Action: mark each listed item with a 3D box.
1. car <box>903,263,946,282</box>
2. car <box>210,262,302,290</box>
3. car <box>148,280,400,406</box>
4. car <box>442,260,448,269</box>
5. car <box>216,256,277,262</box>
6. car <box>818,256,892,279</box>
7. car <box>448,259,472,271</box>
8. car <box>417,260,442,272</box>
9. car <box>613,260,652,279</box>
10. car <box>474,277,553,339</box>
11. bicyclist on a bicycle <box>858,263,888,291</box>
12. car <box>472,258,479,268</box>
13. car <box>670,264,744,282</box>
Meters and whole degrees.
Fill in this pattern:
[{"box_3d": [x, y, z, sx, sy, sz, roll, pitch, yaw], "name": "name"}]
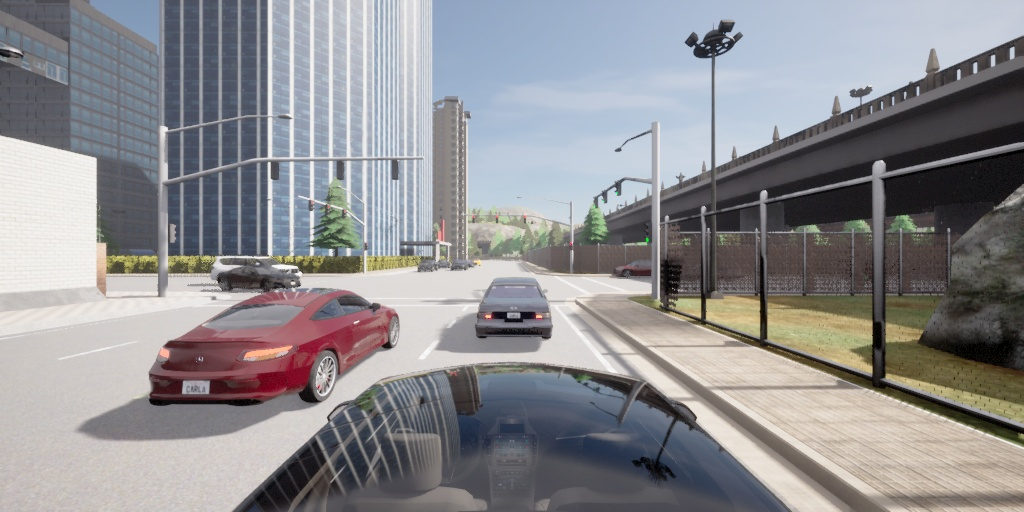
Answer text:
[{"box_3d": [34.711, 1.297, 29.270, 4.902, 1.511, 2.128, 0, 0, 0], "name": "car"}, {"box_3d": [-14.521, 1.269, 20.704, 5.008, 1.535, 1.882, -1, -1, 18], "name": "car"}, {"box_3d": [-3.450, 1.276, 6.231, 1.812, 1.442, 4.674, 0, 0, 0], "name": "car"}, {"box_3d": [-10.700, 1.276, 55.149, 1.812, 1.442, 4.674, 0, 0, 0], "name": "car"}, {"box_3d": [-18.032, 1.026, 25.357, 5.566, 2.045, 2.150, 0, 0, 0], "name": "car"}, {"box_3d": [31.324, 1.026, 32.765, 5.566, 2.045, 2.150, 0, 0, 0], "name": "car"}, {"box_3d": [-7.186, 1.314, 49.565, 1.994, 1.385, 4.181, 0, 0, 0], "name": "car"}, {"box_3d": [-10.685, 1.255, 45.791, 1.837, 1.490, 4.892, 0, 0, 0], "name": "car"}, {"box_3d": [11.632, 1.159, 32.712, 4.553, 1.767, 2.097, 0, 0, 1], "name": "car"}, {"box_3d": [0.078, 1.297, 10.052, 2.033, 1.411, 5.357, 0, 0, 1], "name": "car"}, {"box_3d": [18.264, 1.106, 18.231, 0.582, 1.620, 1.656, 0, 0, 0], "name": "bicyclist on a bicycle"}, {"box_3d": [-7.193, 1.297, 58.802, 2.033, 1.411, 5.357, 0, 0, 0], "name": "car"}, {"box_3d": [15.835, 1.353, 29.203, 5.357, 1.411, 2.033, 0, 0, 0], "name": "car"}]
